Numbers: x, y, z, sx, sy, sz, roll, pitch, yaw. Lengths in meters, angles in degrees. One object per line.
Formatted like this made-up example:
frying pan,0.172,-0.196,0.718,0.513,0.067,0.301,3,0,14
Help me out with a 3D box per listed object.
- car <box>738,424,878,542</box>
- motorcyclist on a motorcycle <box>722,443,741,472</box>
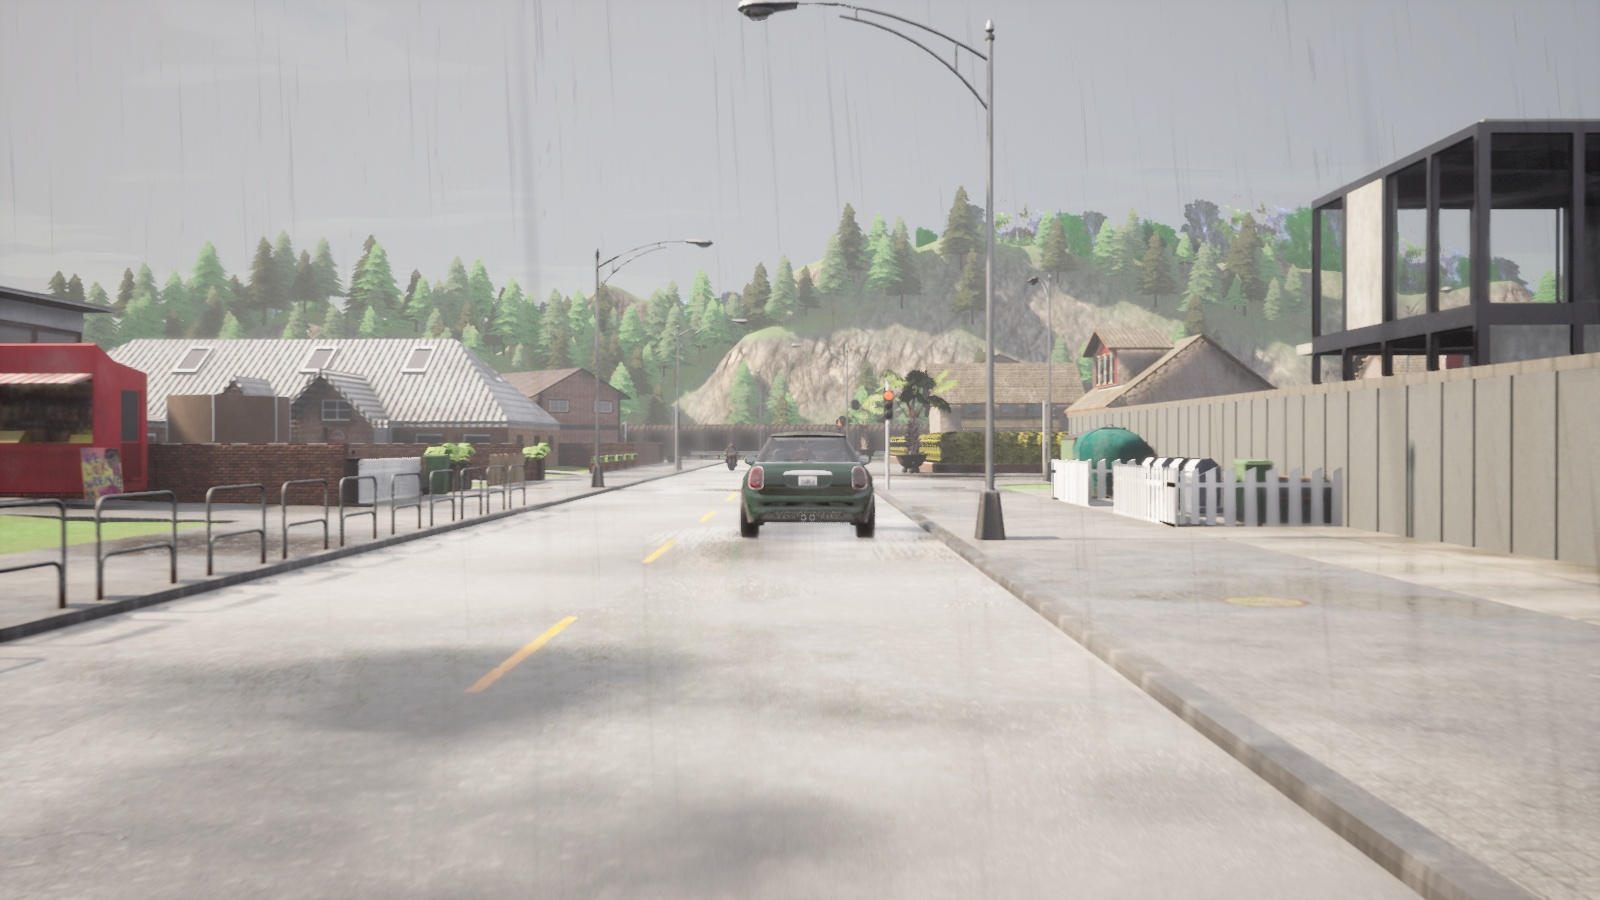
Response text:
car,0.127,0.486,21.096,2.097,1.767,4.553,0,0,0
motorcyclist on a motorcycle,-3.633,0.402,66.801,0.866,1.530,2.191,0,0,0
